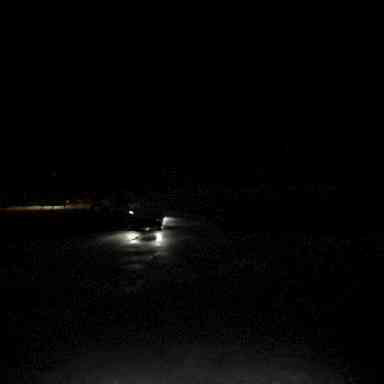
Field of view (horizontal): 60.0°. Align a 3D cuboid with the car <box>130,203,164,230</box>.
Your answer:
[{"bbox_3d":[-3.022,1.721,23.404,1.882,1.535,5.008,0,0,-2],"label":"car"}]

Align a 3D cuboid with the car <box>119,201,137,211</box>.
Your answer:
[{"bbox_3d":[-8.887,2.076,49.101,1.812,1.442,4.674,-1,-1,-27],"label":"car"}]

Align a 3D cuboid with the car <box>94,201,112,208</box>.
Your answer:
[{"bbox_3d":[-17.739,2.414,65.920,4.181,1.385,1.994,-2,0,42],"label":"car"}]

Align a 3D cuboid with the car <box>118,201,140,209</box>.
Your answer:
[{"bbox_3d":[-11.095,2.267,58.422,1.895,1.301,4.718,-1,-1,-37],"label":"car"}]

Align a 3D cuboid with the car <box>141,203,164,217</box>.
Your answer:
[{"bbox_3d":[-4.492,1.985,37.200,1.895,1.301,4.718,0,-1,-14],"label":"car"}]
